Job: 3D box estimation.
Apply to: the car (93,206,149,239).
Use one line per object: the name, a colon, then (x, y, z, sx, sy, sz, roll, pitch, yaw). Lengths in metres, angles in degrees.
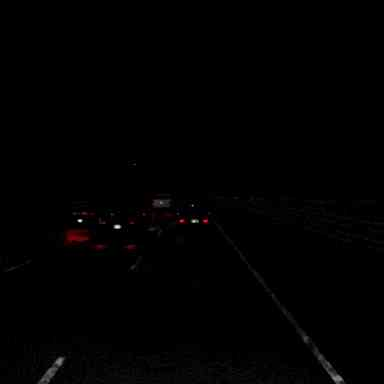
car: (-3.407, 1.562, 17.213, 1.994, 1.385, 4.181, 0, 0, 0)

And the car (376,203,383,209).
car: (29.398, 1.770, 47.827, 2.033, 1.411, 5.357, 0, 0, -27)

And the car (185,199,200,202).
car: (0.086, 1.584, 41.081, 1.994, 1.385, 4.181, 0, 0, 0)

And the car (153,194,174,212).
car: (-3.396, 1.235, 39.755, 2.150, 2.045, 5.566, 0, 0, 0)

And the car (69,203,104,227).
car: (-6.903, 1.500, 22.922, 1.837, 1.490, 4.892, 1, 0, 0)

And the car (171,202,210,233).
car: (0.093, 1.546, 19.551, 2.033, 1.411, 5.357, 0, 0, 0)
